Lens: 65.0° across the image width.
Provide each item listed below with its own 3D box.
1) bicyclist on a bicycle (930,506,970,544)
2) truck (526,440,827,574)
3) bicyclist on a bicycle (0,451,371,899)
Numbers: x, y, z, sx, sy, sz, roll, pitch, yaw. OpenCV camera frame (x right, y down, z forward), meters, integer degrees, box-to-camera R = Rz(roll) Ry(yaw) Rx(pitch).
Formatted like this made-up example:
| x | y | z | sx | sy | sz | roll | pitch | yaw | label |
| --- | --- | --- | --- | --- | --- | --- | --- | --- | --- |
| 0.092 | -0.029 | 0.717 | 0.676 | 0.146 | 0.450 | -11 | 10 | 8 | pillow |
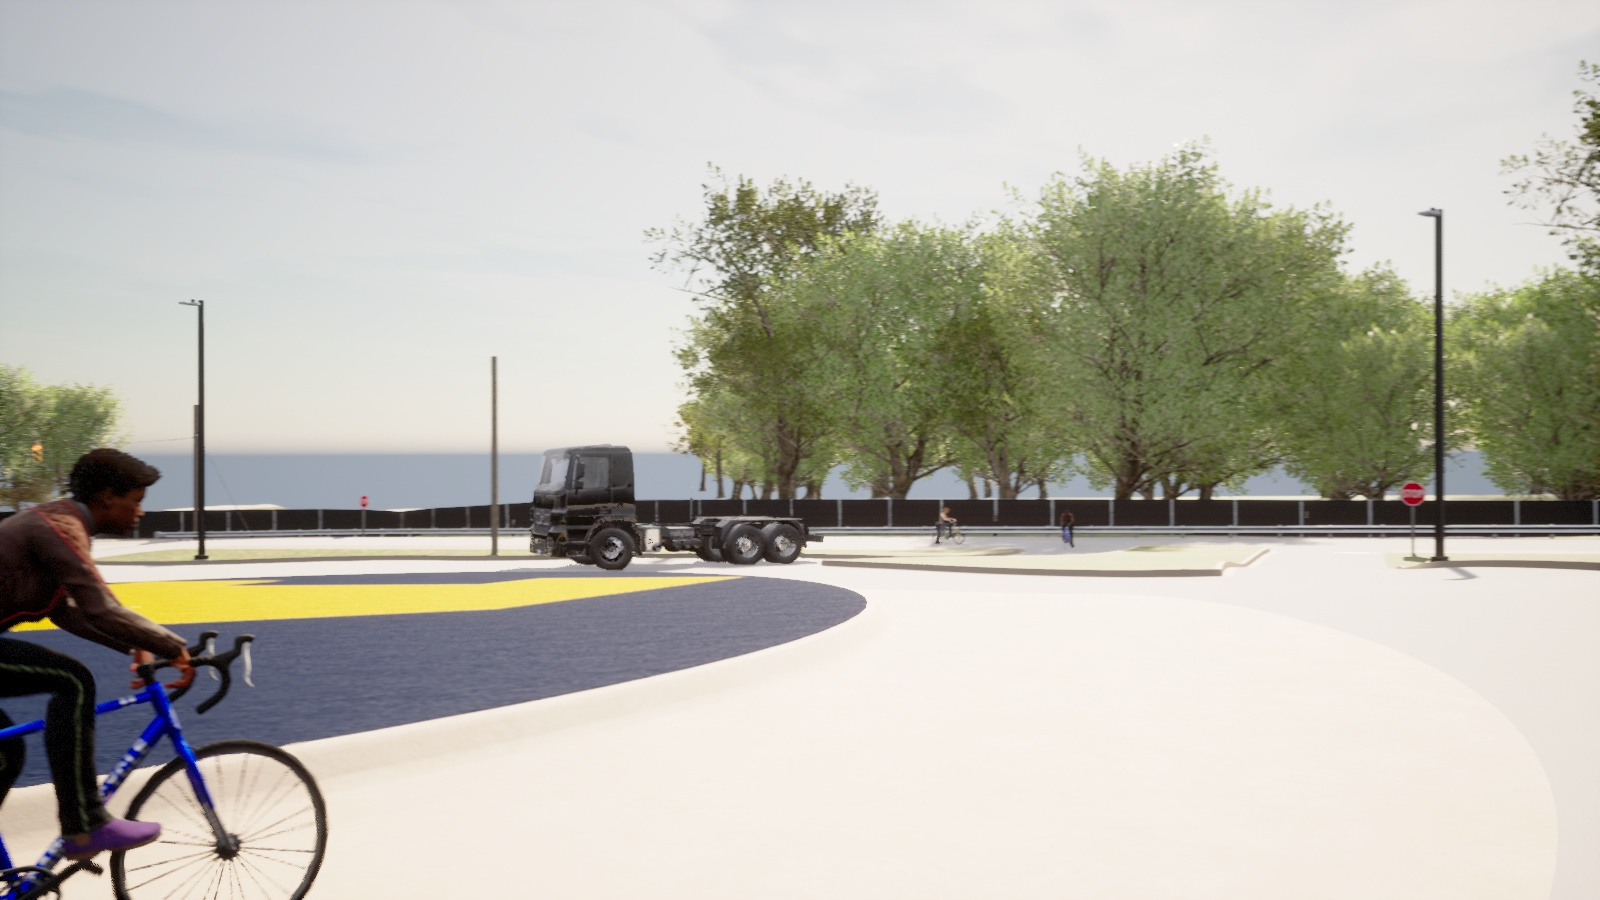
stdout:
| x | y | z | sx | sy | sz | roll | pitch | yaw | label |
| --- | --- | --- | --- | --- | --- | --- | --- | --- | --- |
| 6.604 | 3.291 | 55.118 | 1.509 | 1.612 | 0.866 | -2 | 0 | 25 | bicyclist on a bicycle |
| -3.434 | 1.542 | 35.486 | 7.936 | 3.462 | 2.891 | 1 | -1 | -25 | truck |
| -2.217 | 0.827 | 3.751 | 1.656 | 1.620 | 0.582 | 0 | -3 | -39 | bicyclist on a bicycle |
